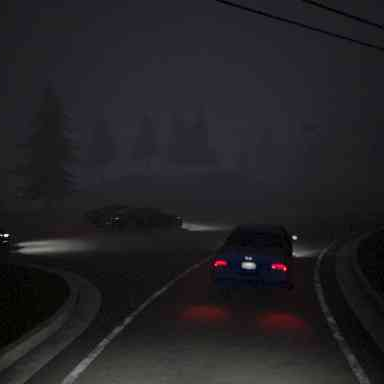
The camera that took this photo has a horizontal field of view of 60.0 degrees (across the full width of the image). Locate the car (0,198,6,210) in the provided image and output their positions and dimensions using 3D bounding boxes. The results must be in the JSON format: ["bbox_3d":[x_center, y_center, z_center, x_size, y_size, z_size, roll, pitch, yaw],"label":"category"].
[{"bbox_3d":[-26.530,1.377,43.533,2.150,2.045,5.566,1,0,-5],"label":"car"}]

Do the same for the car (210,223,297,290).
[{"bbox_3d":[1.900,1.585,9.311,2.033,1.411,5.357,0,0,17],"label":"car"}]

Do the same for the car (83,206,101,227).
[{"bbox_3d":[-4.933,1.592,22.971,4.892,1.490,1.837,0,0,-29],"label":"car"}]

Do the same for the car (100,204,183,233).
[{"bbox_3d":[-2.824,1.601,20.135,4.674,1.442,1.812,0,0,-29],"label":"car"}]

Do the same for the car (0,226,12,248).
[{"bbox_3d":[-9.511,1.542,12.468,4.892,1.490,1.837,2,-1,-29],"label":"car"}]
